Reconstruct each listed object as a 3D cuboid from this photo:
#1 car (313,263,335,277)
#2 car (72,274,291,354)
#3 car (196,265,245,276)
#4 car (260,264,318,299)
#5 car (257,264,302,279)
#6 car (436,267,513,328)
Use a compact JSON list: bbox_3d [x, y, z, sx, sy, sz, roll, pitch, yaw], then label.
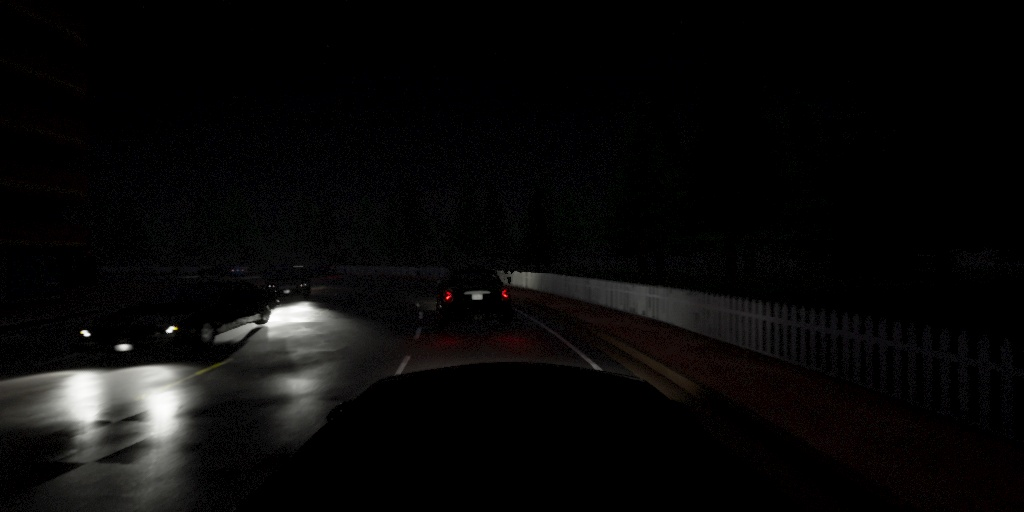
[{"bbox_3d":[-22.111,1.553,40.408,5.008,1.535,1.882,-1,0,28],"label":"car"},{"bbox_3d":[-8.102,1.395,9.519,2.033,1.411,5.357,0,0,-13],"label":"car"},{"bbox_3d":[-33.897,1.725,41.780,5.357,1.411,2.033,-1,0,14],"label":"car"},{"bbox_3d":[-11.594,1.402,18.848,2.128,1.511,4.902,0,0,-28],"label":"car"},{"bbox_3d":[-24.513,1.591,37.749,4.892,1.490,1.837,-1,0,28],"label":"car"},{"bbox_3d":[-1.413,1.153,11.906,2.097,1.767,4.553,-1,0,-13],"label":"car"}]
